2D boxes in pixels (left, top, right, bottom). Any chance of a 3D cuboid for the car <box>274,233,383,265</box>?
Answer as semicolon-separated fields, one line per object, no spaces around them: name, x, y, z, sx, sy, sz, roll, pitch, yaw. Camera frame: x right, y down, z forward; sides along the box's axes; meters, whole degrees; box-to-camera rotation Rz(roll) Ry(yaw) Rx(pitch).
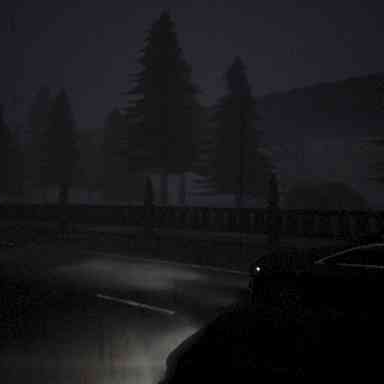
car;3.382;1.474;5.733;4.902;1.511;2.128;0;0;35

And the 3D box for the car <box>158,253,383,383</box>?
car;2.289;1.536;2.283;5.357;1.411;2.033;0;0;35
